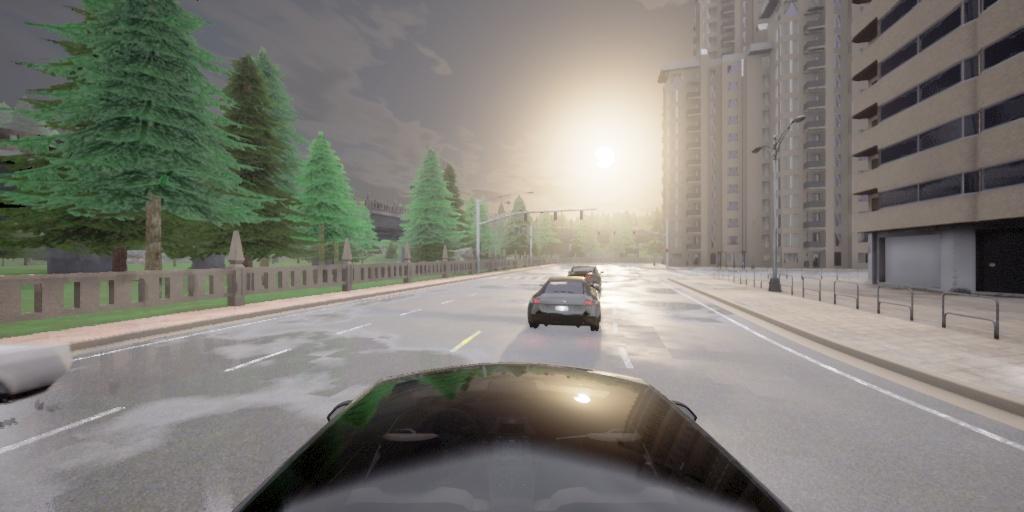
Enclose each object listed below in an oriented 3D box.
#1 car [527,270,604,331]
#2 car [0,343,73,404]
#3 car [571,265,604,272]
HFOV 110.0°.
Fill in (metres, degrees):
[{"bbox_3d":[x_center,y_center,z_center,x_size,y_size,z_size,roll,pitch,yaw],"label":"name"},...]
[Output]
[{"bbox_3d":[1.741,1.322,11.174,1.994,1.385,4.181,0,0,13],"label":"car"},{"bbox_3d":[-6.883,1.352,2.517,1.895,1.301,4.718,0,0,3],"label":"car"},{"bbox_3d":[4.242,1.272,20.843,1.837,1.490,4.892,0,0,15],"label":"car"}]
